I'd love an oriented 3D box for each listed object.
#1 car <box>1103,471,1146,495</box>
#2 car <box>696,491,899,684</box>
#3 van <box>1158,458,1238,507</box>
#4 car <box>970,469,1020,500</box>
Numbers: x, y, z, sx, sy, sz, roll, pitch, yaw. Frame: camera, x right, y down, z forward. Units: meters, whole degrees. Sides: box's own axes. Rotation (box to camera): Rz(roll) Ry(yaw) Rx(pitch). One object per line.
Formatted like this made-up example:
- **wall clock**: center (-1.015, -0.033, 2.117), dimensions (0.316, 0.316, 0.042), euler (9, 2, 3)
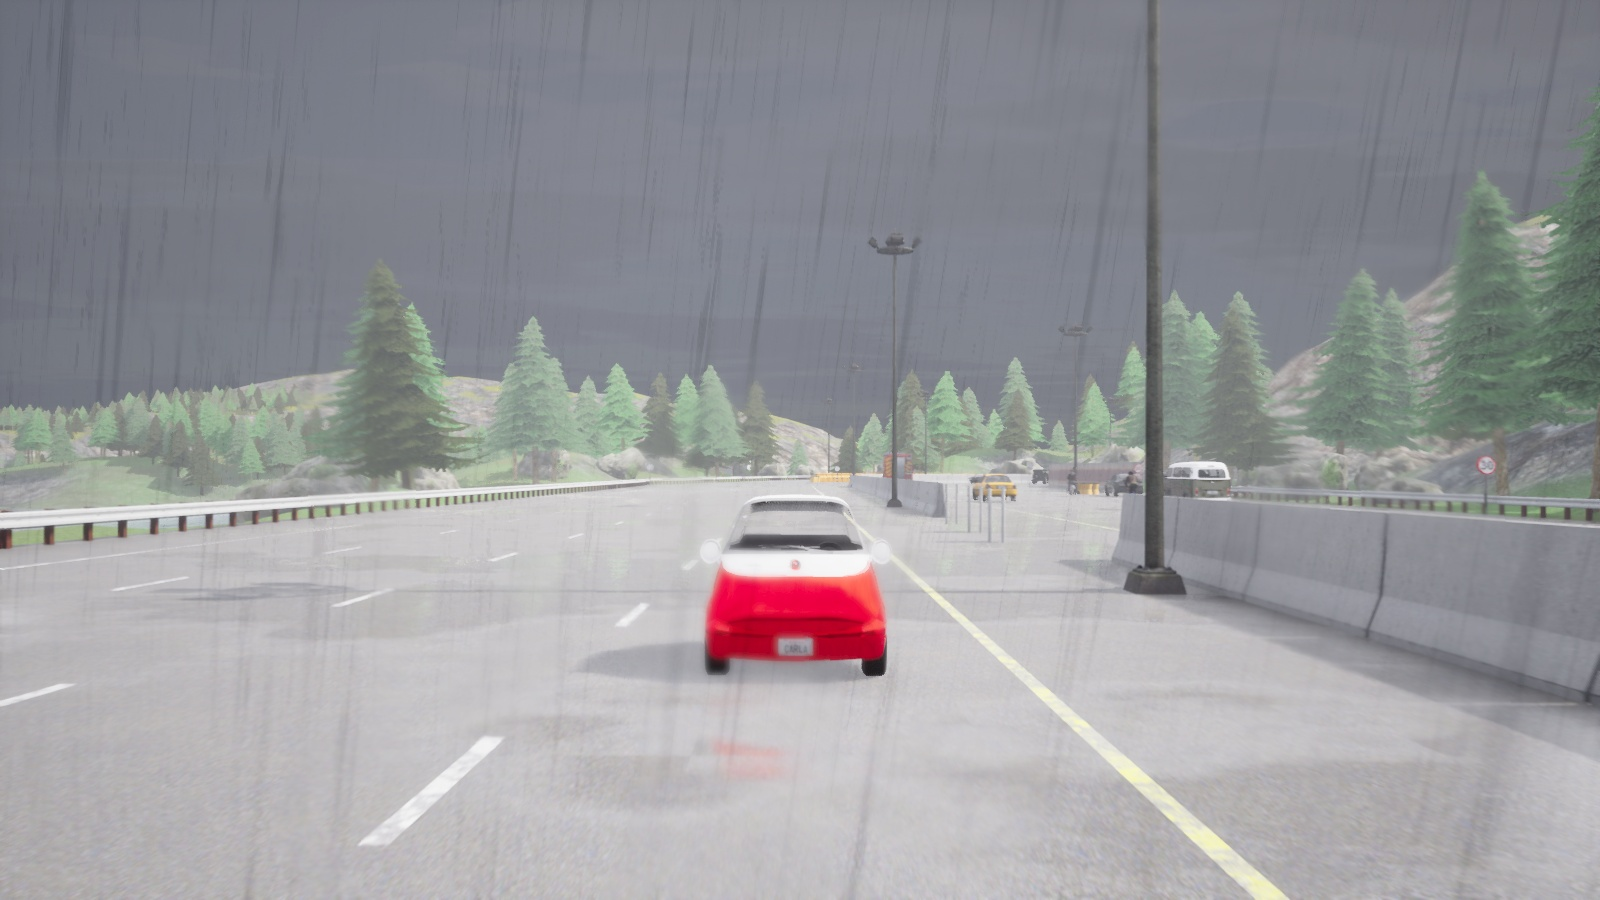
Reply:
- **car**: center (20.941, 2.094, 81.122), dimensions (1.837, 1.490, 4.892), euler (-1, -1, 4)
- **car**: center (-0.023, 1.042, 10.290), dimensions (1.481, 1.376, 2.207), euler (0, -1, 0)
- **van**: center (17.370, 1.395, 55.072), dimensions (2.069, 2.038, 4.480), euler (0, 0, 0)
- **car**: center (10.343, 1.832, 66.963), dimensions (1.801, 1.575, 5.366), euler (0, -1, 0)
